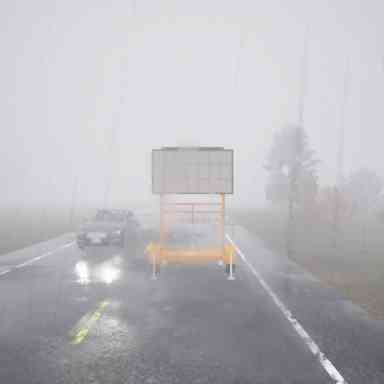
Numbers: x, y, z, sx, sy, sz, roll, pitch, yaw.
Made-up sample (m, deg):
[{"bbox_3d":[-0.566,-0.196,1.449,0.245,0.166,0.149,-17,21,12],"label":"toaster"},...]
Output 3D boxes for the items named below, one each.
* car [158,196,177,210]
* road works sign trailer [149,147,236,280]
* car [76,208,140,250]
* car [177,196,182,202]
[{"bbox_3d":[-3.415,1.500,44.136,1.882,1.535,5.008,0,0,0],"label":"car"},{"bbox_3d":[0.019,0.465,9.955,2.380,3.560,2.880,0,0,0],"label":"road works sign trailer"},{"bbox_3d":[-3.472,1.493,14.513,2.128,1.511,4.902,0,0,0],"label":"car"},{"bbox_3d":[-3.357,1.545,74.467,2.128,1.511,4.902,0,0,0],"label":"car"}]
